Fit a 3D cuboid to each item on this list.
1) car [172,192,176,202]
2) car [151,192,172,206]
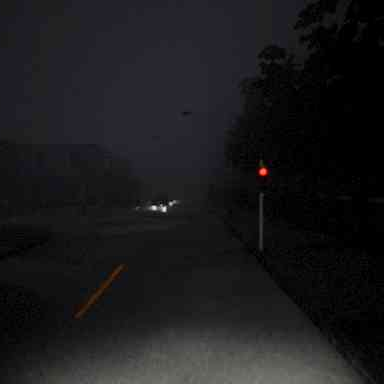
[{"bbox_3d":[-3.955,0.847,52.965,1.837,1.490,4.892,0,1,0],"label":"car"},{"bbox_3d":[-4.031,1.032,42.812,1.994,1.385,4.181,0,1,0],"label":"car"}]
